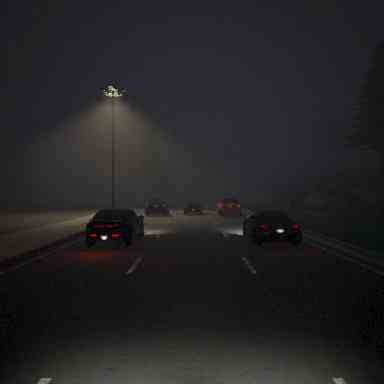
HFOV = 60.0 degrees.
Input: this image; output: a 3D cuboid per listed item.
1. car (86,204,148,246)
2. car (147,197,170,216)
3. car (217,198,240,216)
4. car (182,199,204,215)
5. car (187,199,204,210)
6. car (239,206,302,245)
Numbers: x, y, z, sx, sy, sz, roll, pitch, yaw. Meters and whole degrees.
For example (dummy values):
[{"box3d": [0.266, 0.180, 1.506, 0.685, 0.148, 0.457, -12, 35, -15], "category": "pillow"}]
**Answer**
[{"box3d": [-3.400, 1.504, 15.295, 1.837, 1.490, 4.892, 0, 0, 0], "category": "car"}, {"box3d": [-3.381, 1.353, 33.204, 2.097, 1.767, 4.553, 0, 0, 0], "category": "car"}, {"box3d": [3.618, 1.353, 33.303, 2.097, 1.767, 4.553, 0, 0, 0], "category": "car"}, {"box3d": [0.124, 1.526, 34.334, 1.812, 1.442, 4.674, 0, 0, 1], "category": "car"}, {"box3d": [0.520, 1.601, 43.637, 1.895, 1.301, 4.718, 0, 0, 5], "category": "car"}, {"box3d": [3.600, 1.564, 15.551, 1.994, 1.385, 4.181, 0, 0, 0], "category": "car"}]
